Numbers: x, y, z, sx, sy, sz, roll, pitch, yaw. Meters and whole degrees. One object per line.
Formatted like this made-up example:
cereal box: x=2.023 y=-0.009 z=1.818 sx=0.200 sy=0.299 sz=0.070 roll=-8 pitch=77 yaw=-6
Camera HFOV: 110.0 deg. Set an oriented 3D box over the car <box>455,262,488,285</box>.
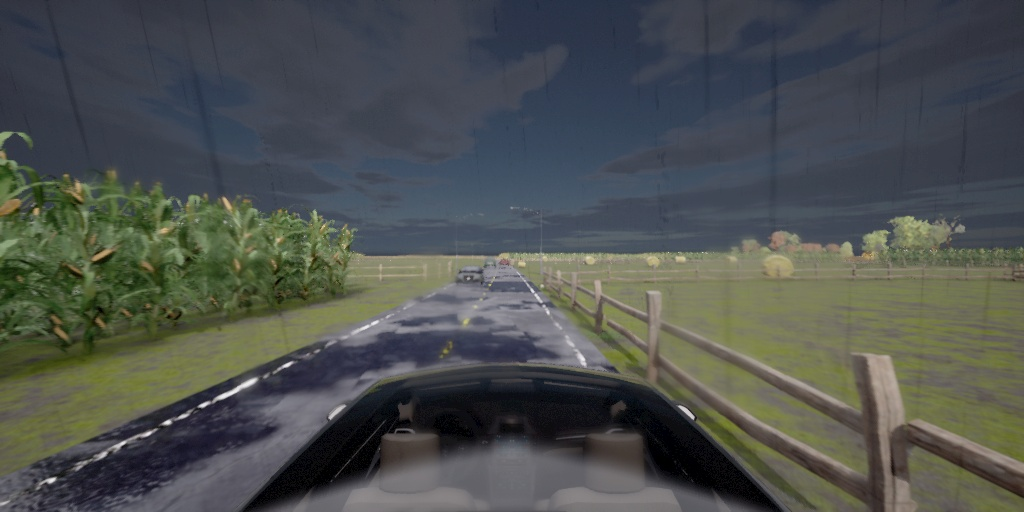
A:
car: x=-3.095 y=1.412 z=27.302 sx=1.994 sy=1.385 sz=4.181 roll=0 pitch=0 yaw=-1
